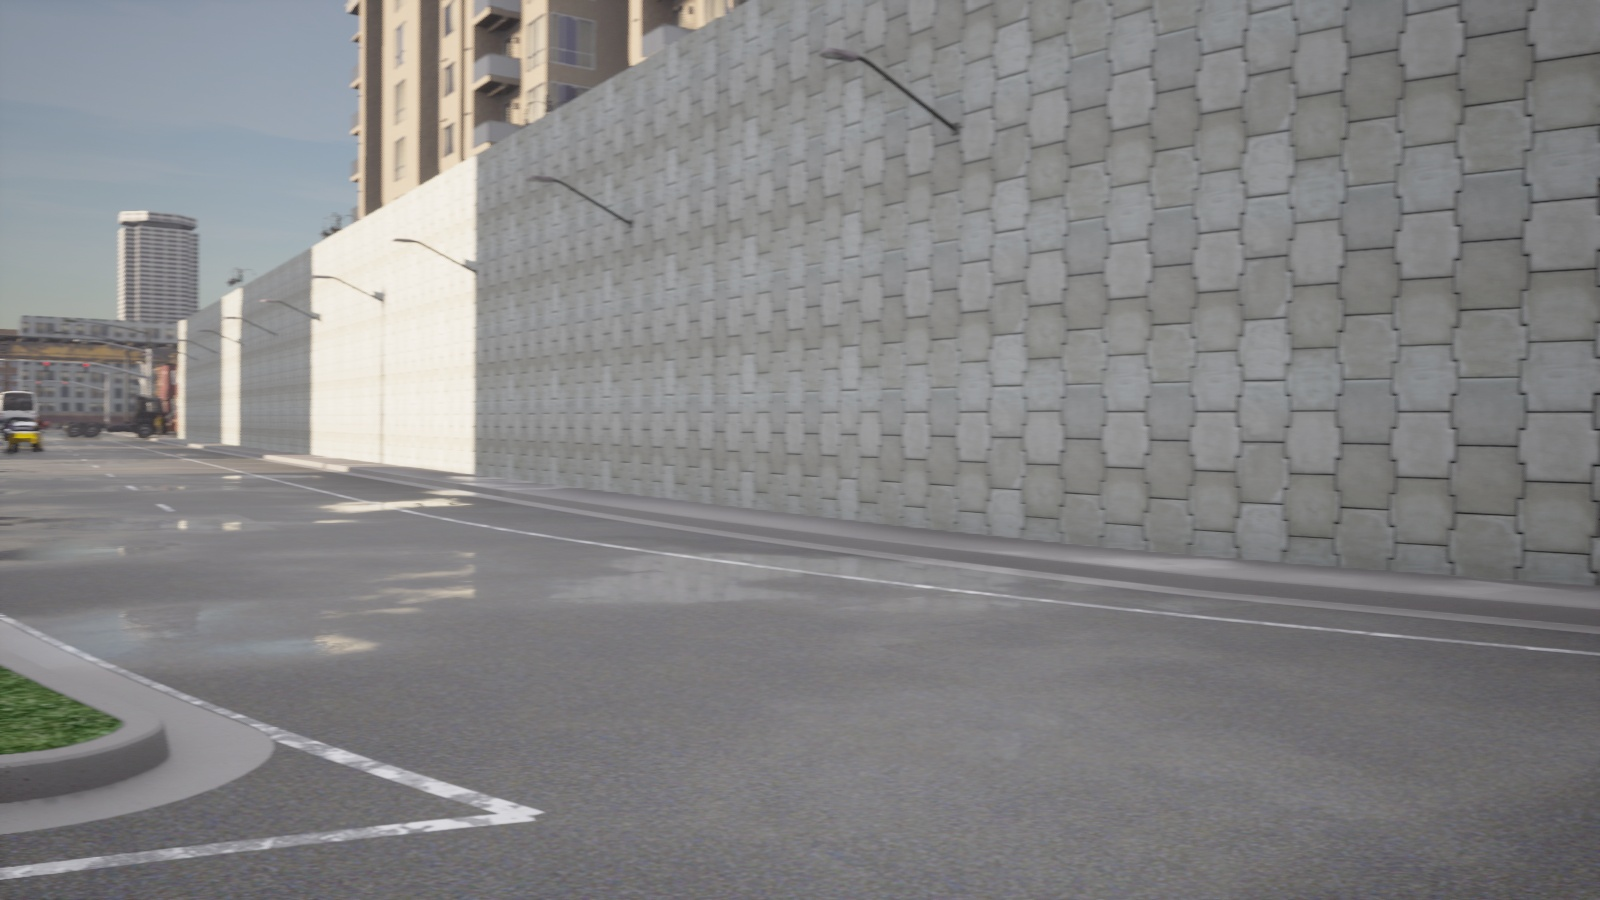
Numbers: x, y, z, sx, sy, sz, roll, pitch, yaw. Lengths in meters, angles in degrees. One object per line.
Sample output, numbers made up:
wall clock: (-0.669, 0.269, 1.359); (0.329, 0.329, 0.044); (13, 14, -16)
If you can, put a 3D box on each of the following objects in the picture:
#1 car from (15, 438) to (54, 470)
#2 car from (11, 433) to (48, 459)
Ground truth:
car: (-34.939, 0.152, 57.331); (1.481, 1.376, 2.207); (-1, 2, -32)
car: (-51.834, -0.301, 84.484); (2.033, 1.649, 4.856); (-1, 1, -32)
